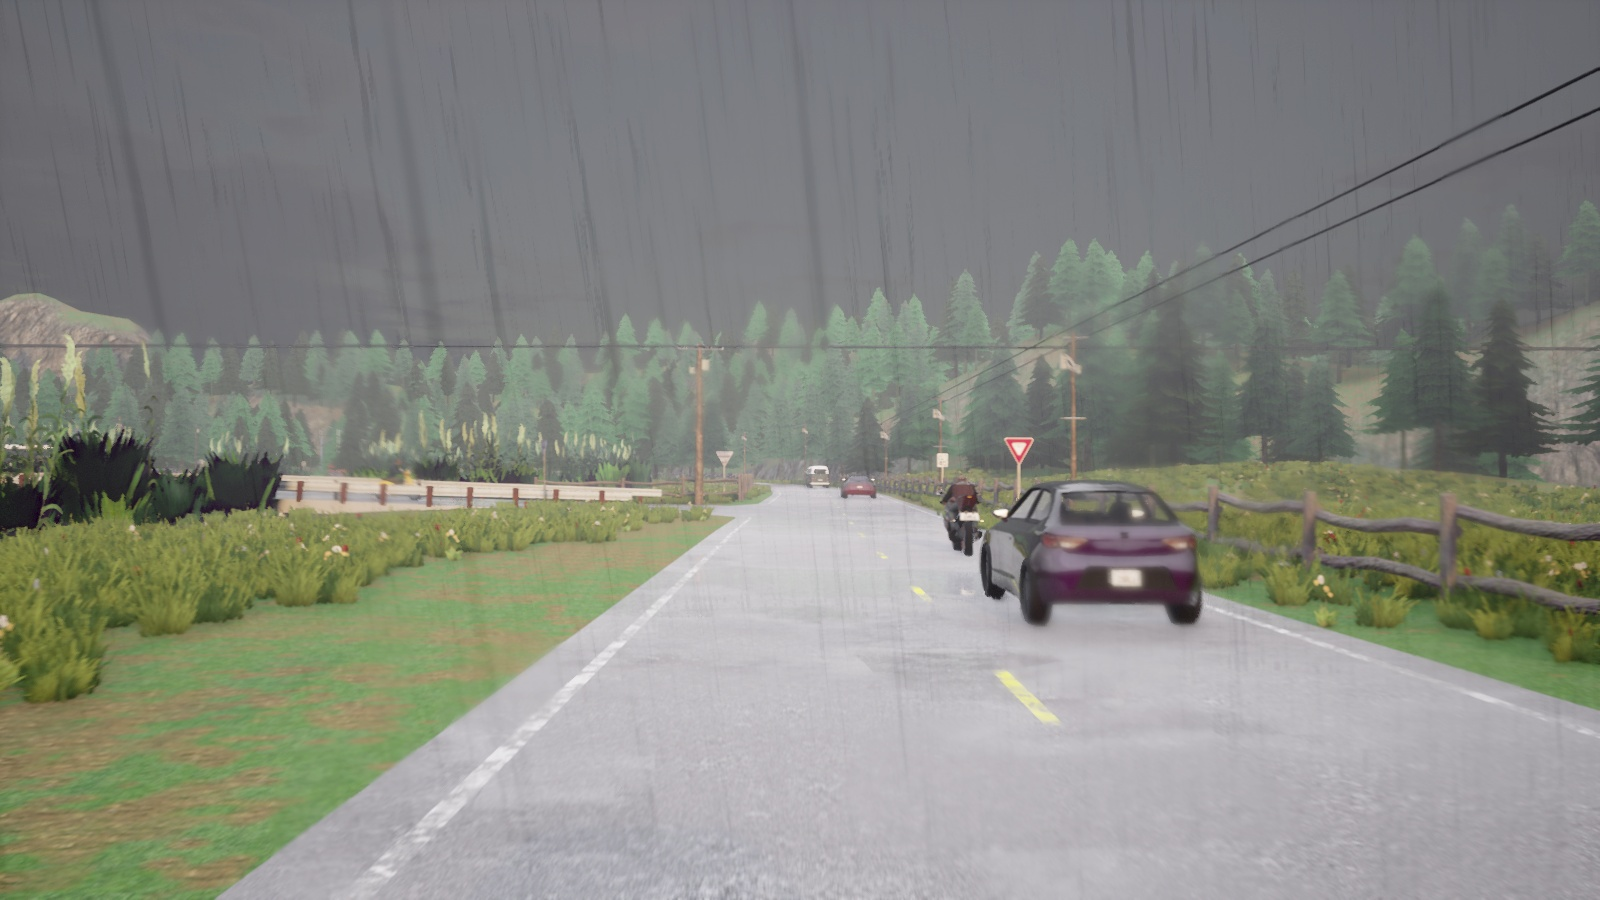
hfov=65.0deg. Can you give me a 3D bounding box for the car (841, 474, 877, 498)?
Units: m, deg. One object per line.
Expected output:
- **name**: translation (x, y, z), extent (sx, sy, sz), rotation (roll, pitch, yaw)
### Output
- **car**: translation (3.457, 2.106, 74.150), extent (1.994, 1.385, 4.181), rotation (0, -1, 0)

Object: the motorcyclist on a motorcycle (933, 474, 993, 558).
- **motorcyclist on a motorcycle**: translation (3.140, 1.245, 24.335), extent (0.866, 1.530, 2.191), rotation (0, -1, 0)

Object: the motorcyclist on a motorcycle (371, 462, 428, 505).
- **motorcyclist on a motorcycle**: translation (-15.333, 1.276, 48.092), extent (1.817, 1.590, 0.866), rotation (2, -1, 2)

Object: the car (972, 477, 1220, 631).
- **car**: translation (3.165, 1.055, 14.304), extent (1.816, 1.474, 4.193), rotation (0, -1, 0)
